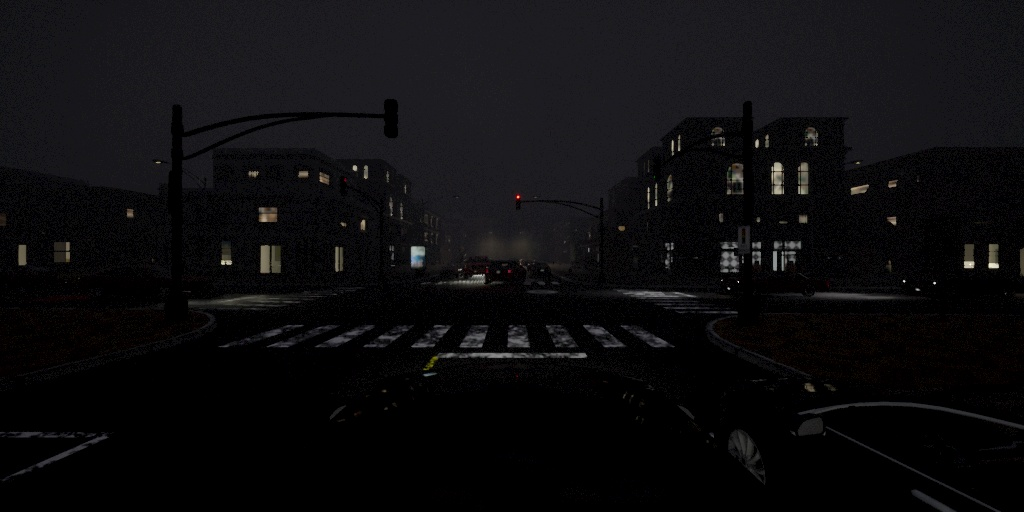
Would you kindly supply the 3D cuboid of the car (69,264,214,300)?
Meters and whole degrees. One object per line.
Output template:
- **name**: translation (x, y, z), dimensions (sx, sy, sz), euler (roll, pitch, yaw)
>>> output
- **car**: translation (-16.550, 1.154, 16.431), dimensions (5.008, 1.535, 1.882), euler (0, 0, 1)

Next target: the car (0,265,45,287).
- **car**: translation (-30.820, 1.228, 22.439), dimensions (4.207, 1.307, 1.802), euler (0, 0, 1)

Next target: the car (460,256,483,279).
- **car**: translation (-3.112, 0.976, 33.511), dimensions (2.150, 2.045, 5.566), euler (0, 0, 1)

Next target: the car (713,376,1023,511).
- **car**: translation (2.691, 1.300, 1.571), dimensions (2.007, 1.370, 4.403), euler (0, 0, 0)

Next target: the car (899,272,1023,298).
- **car**: translation (23.750, 1.482, 19.011), dimensions (4.718, 1.301, 1.895), euler (0, 0, 1)

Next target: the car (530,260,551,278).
- **car**: translation (2.691, 1.320, 33.961), dimensions (1.948, 1.339, 4.313), euler (0, 0, 0)

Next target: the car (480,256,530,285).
- **car**: translation (-0.374, 1.105, 26.217), dimensions (2.097, 1.767, 4.553), euler (0, 0, 15)

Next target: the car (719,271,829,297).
- **car**: translation (13.801, 1.433, 19.158), dimensions (4.718, 1.301, 1.895), euler (0, 0, 1)

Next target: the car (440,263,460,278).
- **car**: translation (-5.690, 1.336, 33.974), dimensions (1.802, 1.307, 4.207), euler (0, 0, 0)

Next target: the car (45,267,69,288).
- **car**: translation (-25.454, 1.195, 22.356), dimensions (4.829, 1.417, 1.751), euler (0, 0, 1)
